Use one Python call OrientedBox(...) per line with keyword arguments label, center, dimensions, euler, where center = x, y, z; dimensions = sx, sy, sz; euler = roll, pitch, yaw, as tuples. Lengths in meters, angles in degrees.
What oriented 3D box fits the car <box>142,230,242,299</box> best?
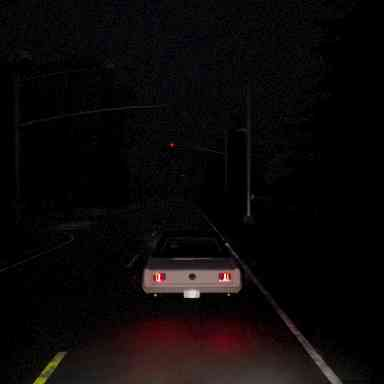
OrientedBox(label="car", center=(-0.036, 1.601, 8.377), dimensions=(1.895, 1.301, 4.718), euler=(0, 0, -1))
